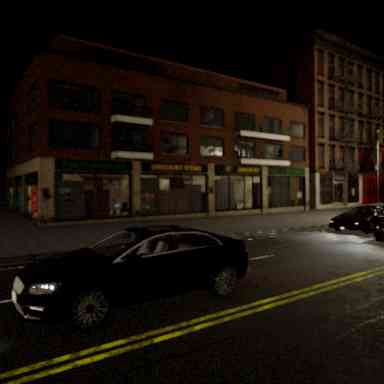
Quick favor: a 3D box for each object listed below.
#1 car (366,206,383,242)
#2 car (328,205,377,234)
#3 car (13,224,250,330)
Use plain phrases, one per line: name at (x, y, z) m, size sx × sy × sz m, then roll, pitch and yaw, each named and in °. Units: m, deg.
car at (9.935, 1.454, 14.732) m, size 4.674 × 1.442 × 1.812 m, roll 0°, pitch 0°, yaw -36°
car at (9.933, 1.467, 18.700) m, size 5.357 × 1.411 × 2.033 m, roll 0°, pitch 0°, yaw -35°
car at (-0.955, 1.478, 6.957) m, size 4.902 × 1.511 × 2.128 m, roll 0°, pitch 0°, yaw -35°
